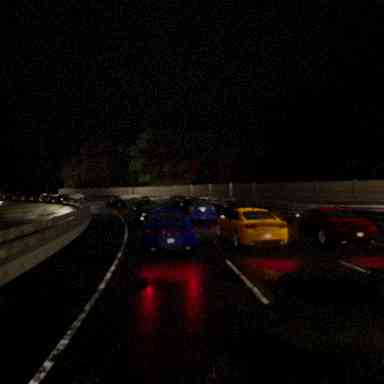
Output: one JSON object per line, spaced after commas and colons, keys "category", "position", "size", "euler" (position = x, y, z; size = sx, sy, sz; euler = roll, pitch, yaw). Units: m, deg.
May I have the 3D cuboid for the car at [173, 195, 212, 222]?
{"category": "car", "position": [0.227, 1.257, 25.137], "size": [2.097, 1.767, 4.553], "euler": [0, 0, -15]}

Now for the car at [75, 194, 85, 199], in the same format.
{"category": "car", "position": [-27.557, 1.167, 80.236], "size": [4.674, 1.442, 1.812], "euler": [0, 0, 42]}

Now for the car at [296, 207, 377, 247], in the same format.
{"category": "car", "position": [5.869, 1.396, 14.735], "size": [1.882, 1.535, 5.008], "euler": [0, 0, -8]}

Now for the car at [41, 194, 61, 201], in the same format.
{"category": "car", "position": [-32.445, 1.224, 75.225], "size": [5.357, 1.411, 2.033], "euler": [0, 0, 42]}

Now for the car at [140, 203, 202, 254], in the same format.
{"category": "car", "position": [-1.050, 1.433, 13.367], "size": [1.882, 1.535, 5.008], "euler": [0, 0, -9]}

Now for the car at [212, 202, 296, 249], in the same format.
{"category": "car", "position": [2.393, 1.413, 14.357], "size": [1.882, 1.535, 5.008], "euler": [0, 0, -8]}

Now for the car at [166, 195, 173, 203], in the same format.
{"category": "car", "position": [-2.169, 1.201, 43.151], "size": [2.097, 1.767, 4.553], "euler": [0, 0, -22]}

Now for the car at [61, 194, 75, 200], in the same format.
{"category": "car", "position": [-30.001, 1.164, 77.731], "size": [4.892, 1.490, 1.837], "euler": [0, 0, 42]}

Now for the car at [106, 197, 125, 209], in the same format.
{"category": "car", "position": [-10.142, 1.409, 43.930], "size": [1.812, 1.442, 4.674], "euler": [0, 0, -25]}

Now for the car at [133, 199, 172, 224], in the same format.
{"category": "car", "position": [-3.108, 1.472, 24.103], "size": [2.033, 1.411, 5.357], "euler": [0, 0, -14]}

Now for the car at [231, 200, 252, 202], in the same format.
{"category": "car", "position": [3.697, 1.394, 25.685], "size": [1.837, 1.490, 4.892], "euler": [0, 1, -15]}
